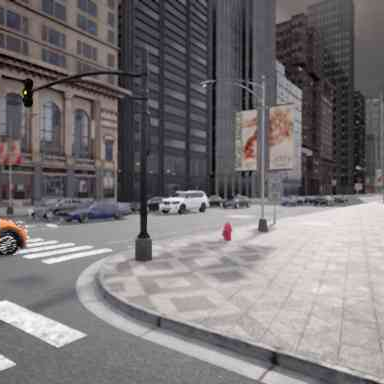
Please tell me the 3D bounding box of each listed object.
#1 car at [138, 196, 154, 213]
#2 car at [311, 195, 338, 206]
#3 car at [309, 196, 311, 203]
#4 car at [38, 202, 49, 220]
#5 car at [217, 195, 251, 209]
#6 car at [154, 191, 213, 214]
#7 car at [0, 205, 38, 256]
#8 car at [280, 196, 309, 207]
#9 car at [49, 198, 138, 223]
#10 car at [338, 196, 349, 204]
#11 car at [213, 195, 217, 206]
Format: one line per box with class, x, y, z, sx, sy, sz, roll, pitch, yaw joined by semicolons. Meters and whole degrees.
car;-4.006;1.187;31.963;1.837;1.490;4.892;0;0;35
car;18.590;1.193;46.571;1.837;1.490;4.892;0;0;35
car;19.327;1.262;53.388;1.895;1.301;4.718;0;0;35
car;-9.507;1.197;24.313;2.128;1.511;4.902;0;0;33
car;5.351;1.178;39.493;1.837;1.490;4.892;0;0;35
car;-0.646;0.919;31.080;2.150;2.045;5.566;0;0;35
car;-7.455;1.143;9.944;2.097;1.767;4.553;0;0;35
car;13.800;1.221;45.516;2.033;1.411;5.357;0;0;36
car;-6.551;1.270;22.780;2.033;1.411;5.357;0;0;35
car;24.459;1.277;54.830;1.895;1.301;4.718;0;0;35
car;2.023;1.163;40.425;1.837;1.490;4.892;0;0;36
